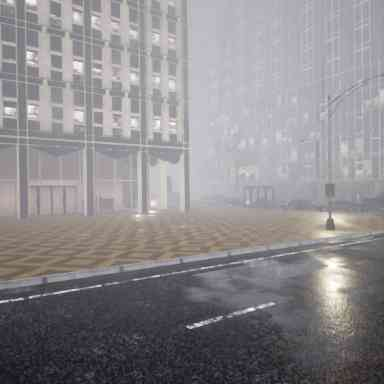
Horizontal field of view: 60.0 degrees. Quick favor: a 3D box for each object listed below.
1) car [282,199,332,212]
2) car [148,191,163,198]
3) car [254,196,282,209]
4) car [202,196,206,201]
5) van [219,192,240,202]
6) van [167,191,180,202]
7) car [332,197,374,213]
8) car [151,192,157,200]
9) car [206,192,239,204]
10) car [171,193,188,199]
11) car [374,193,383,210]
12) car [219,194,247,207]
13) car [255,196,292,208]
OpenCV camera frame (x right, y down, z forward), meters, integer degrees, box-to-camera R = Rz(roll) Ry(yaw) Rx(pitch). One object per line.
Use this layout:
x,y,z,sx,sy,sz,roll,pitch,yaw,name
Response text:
12.466,1.422,36.291,1.947,1.339,4.313,-1,1,-34,car
-9.255,0.684,83.374,1.967,1.590,4.097,0,1,-34,car
9.285,1.386,41.003,1.802,1.307,4.206,-1,1,-34,car
3.527,1.041,64.575,1.802,1.307,4.206,-1,1,-34,car
6.722,0.853,59.872,1.690,1.788,3.998,-1,1,-34,van
-3.403,0.935,59.862,1.690,1.788,3.998,0,1,-34,van
16.412,1.404,35.309,1.994,1.385,4.181,-1,1,-34,car
-9.795,1.038,69.265,2.008,1.369,4.403,0,1,-34,car
4.850,1.158,52.339,1.837,1.490,4.892,-1,1,-34,car
-2.864,0.934,73.976,1.802,1.307,4.206,0,1,-34,car
20.543,1.034,34.917,2.150,2.045,5.566,-1,1,-34,car
6.138,1.318,45.736,1.947,1.339,4.313,-1,1,-34,car
10.675,1.273,43.745,1.812,1.442,4.674,-1,1,-34,car
